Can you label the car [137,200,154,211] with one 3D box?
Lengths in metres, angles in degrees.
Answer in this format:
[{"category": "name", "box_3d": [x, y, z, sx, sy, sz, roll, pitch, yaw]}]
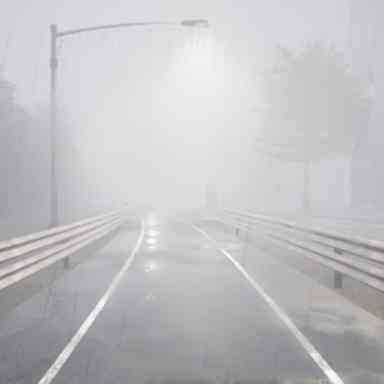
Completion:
[{"category": "car", "box_3d": [-6.410, 1.883, 45.792, 1.812, 1.442, 4.674, 0, 0, -16]}]
